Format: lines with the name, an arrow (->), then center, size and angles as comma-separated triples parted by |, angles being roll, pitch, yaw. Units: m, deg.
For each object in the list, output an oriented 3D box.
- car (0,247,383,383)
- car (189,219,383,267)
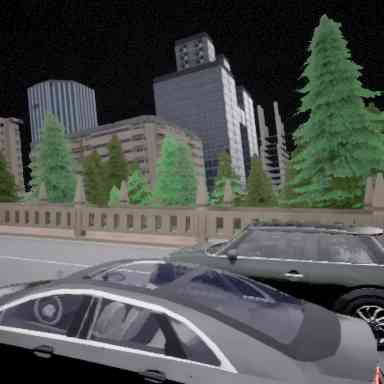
car -> -0.779, 1.491, 3.396 | 4.902, 1.511, 2.128 | 0, 0, 23
car -> 1.466, 1.346, 6.240 | 4.553, 1.767, 2.097 | 0, 0, 23
